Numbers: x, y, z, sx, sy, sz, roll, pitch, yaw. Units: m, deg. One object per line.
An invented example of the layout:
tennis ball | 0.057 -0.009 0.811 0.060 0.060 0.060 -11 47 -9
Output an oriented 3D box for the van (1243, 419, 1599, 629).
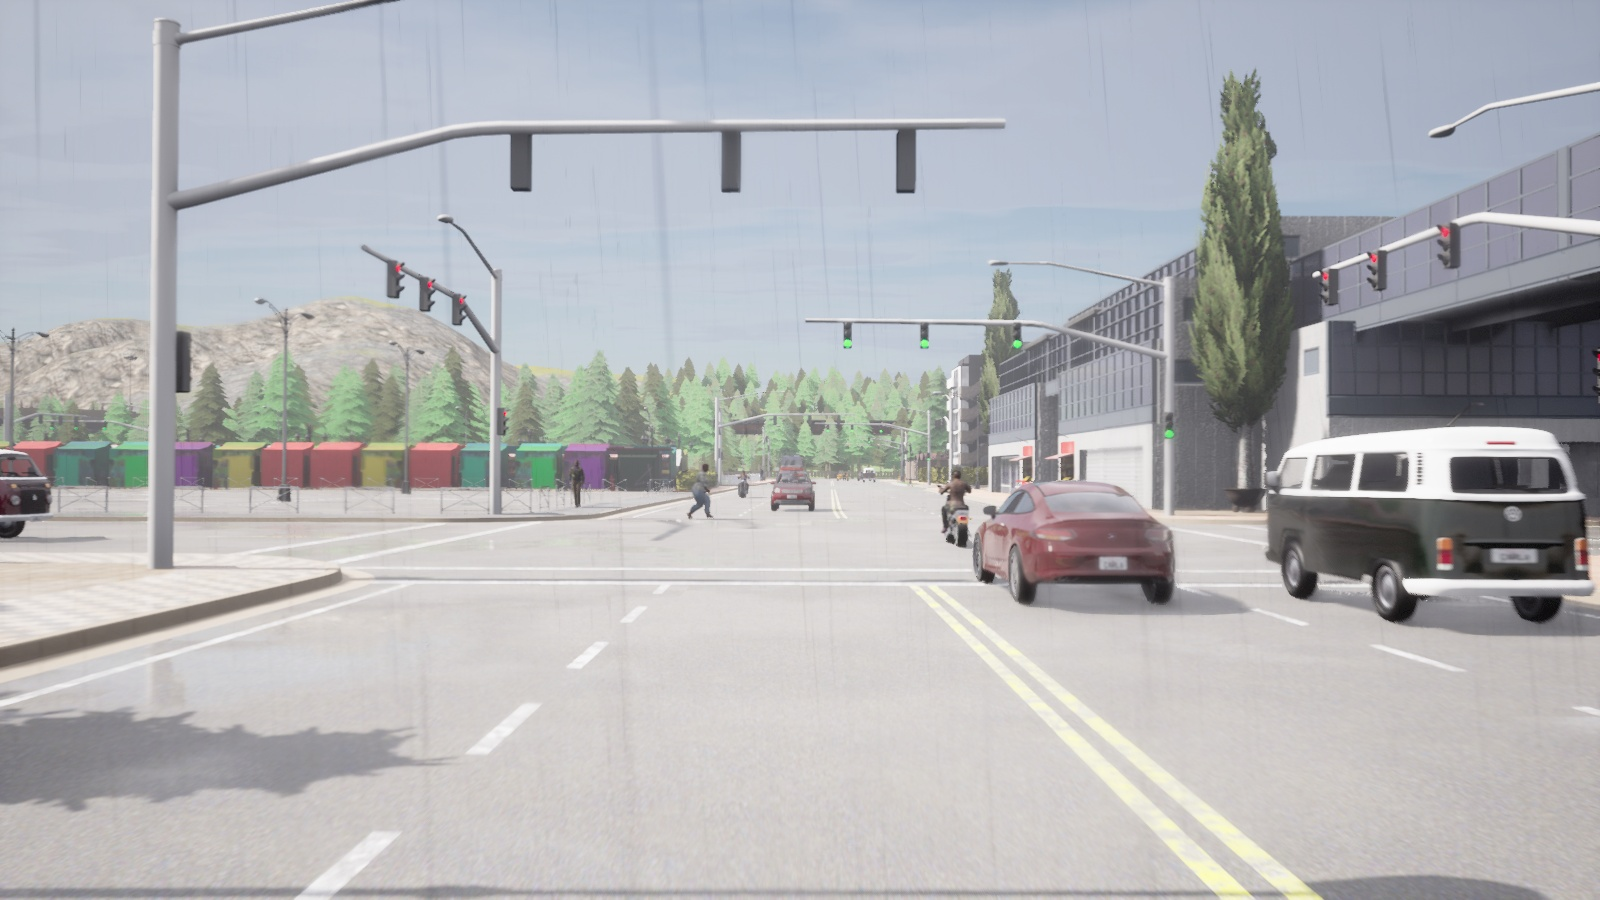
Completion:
van | 6.952 0.752 14.468 2.069 2.038 4.480 0 -1 0

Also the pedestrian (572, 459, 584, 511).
pedestrian | -8.308 1.292 46.926 0.395 1.930 0.692 0 -1 -6

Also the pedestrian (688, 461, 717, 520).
pedestrian | -3.102 1.285 39.980 0.900 1.855 0.874 0 -1 -2

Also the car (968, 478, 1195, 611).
car | 3.429 1.098 16.228 1.812 1.442 4.674 0 -1 -1

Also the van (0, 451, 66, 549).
van | -18.739 1.068 27.198 4.480 2.038 2.069 0 -1 0

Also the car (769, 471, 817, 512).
car | -0.243 1.631 49.989 1.789 1.549 3.705 0 -1 1

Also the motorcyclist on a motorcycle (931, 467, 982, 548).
motorcyclist on a motorcycle | 3.322 1.201 26.829 0.766 1.649 2.350 0 -1 -1
